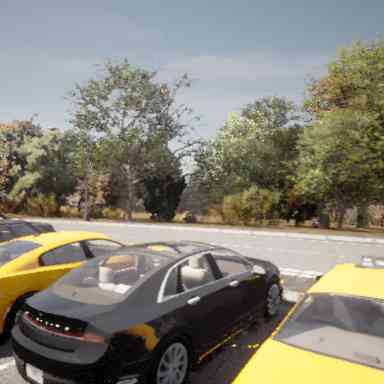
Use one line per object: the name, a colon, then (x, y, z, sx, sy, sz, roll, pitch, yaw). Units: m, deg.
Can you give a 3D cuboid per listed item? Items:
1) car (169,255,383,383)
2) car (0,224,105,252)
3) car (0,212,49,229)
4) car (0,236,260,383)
car: (2.225, 1.480, 3.788, 1.946, 1.575, 5.366, -1, -1, 35)
car: (-2.400, 1.549, 6.846, 2.097, 1.535, 5.008, -1, -1, 35)
car: (-4.677, 1.469, 8.438, 2.185, 1.767, 4.553, -1, -1, 35)
car: (-0.141, 1.513, 5.238, 2.231, 1.521, 4.892, -1, -1, 35)
